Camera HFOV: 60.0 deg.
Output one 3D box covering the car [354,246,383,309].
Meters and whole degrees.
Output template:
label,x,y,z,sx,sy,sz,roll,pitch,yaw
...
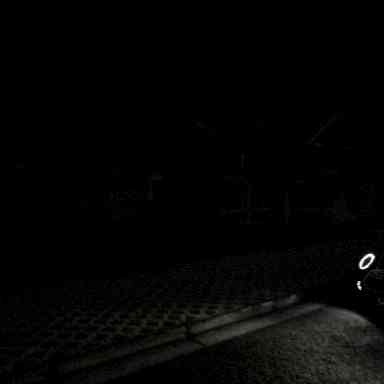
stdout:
label,x,y,z,sx,sy,sz,roll,pitch,yaw
car,5.349,1.329,6.841,4.553,1.767,2.097,0,0,-35
